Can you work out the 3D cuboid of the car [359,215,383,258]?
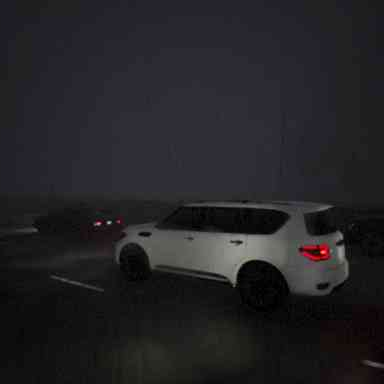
[{"bbox_3d":[8.168,1.226,11.049,5.566,2.045,2.150,1,0,35],"label":"car"}]

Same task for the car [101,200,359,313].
[{"bbox_3d":[0.619,1.192,7.848,5.566,2.045,2.150,1,0,35],"label":"car"}]

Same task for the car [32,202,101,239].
[{"bbox_3d":[-5.861,1.440,16.768,5.357,1.411,2.033,1,0,35],"label":"car"}]
